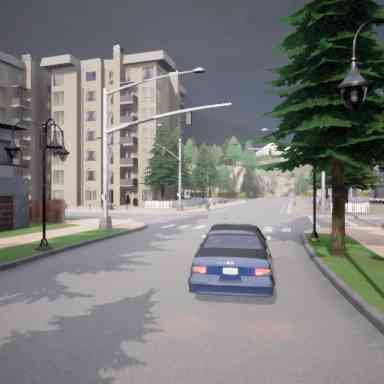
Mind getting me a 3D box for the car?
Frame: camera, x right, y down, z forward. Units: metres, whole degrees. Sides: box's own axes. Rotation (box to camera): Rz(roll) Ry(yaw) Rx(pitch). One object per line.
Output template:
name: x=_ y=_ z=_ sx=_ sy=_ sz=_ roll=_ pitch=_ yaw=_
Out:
car: x=1.131 y=1.546 z=8.790 sx=2.033 sy=1.411 sz=5.357 roll=0 pitch=0 yaw=9
